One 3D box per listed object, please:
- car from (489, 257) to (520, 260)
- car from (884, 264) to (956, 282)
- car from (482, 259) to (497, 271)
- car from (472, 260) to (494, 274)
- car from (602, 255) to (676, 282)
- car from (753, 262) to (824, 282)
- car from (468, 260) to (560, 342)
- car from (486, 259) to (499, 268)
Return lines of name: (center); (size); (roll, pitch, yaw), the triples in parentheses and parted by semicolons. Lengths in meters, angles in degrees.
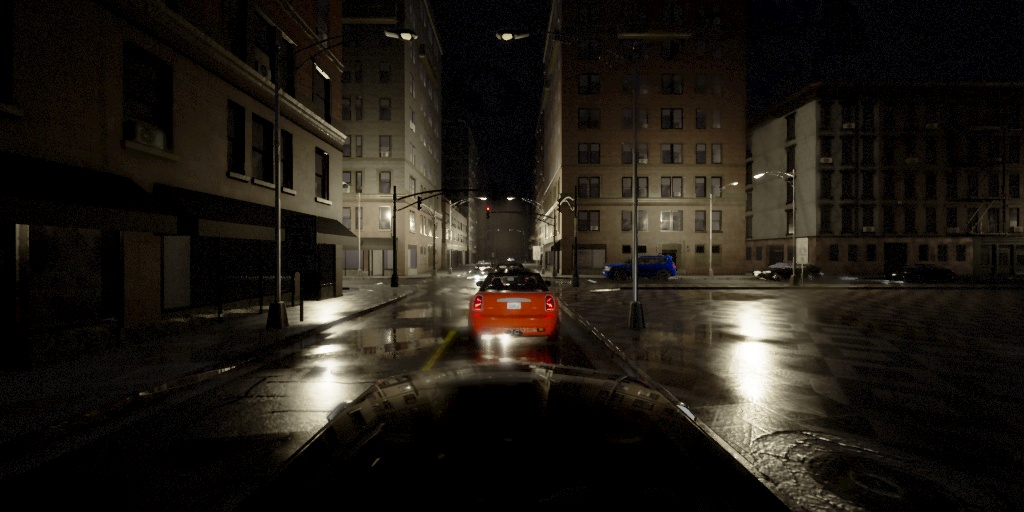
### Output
car: (-0.183, 1.101, 18.861); (2.097, 1.767, 4.553); (0, 0, -3)
car: (32.671, 1.320, 28.805); (4.181, 1.385, 1.994); (0, 0, 0)
car: (-3.241, 1.252, 51.503); (1.837, 1.490, 4.892); (0, 0, 0)
car: (-3.224, 1.239, 41.255); (2.128, 1.511, 4.902); (0, 0, 0)
car: (10.127, 0.973, 28.643); (5.566, 2.045, 2.150); (0, 0, 1)
car: (22.022, 1.248, 28.714); (4.902, 1.511, 2.128); (0, 0, -1)
car: (0.048, 1.102, 9.941); (2.097, 1.767, 4.553); (0, 0, 0)
car: (-3.273, 1.294, 61.774); (2.033, 1.411, 5.357); (0, 0, 0)
